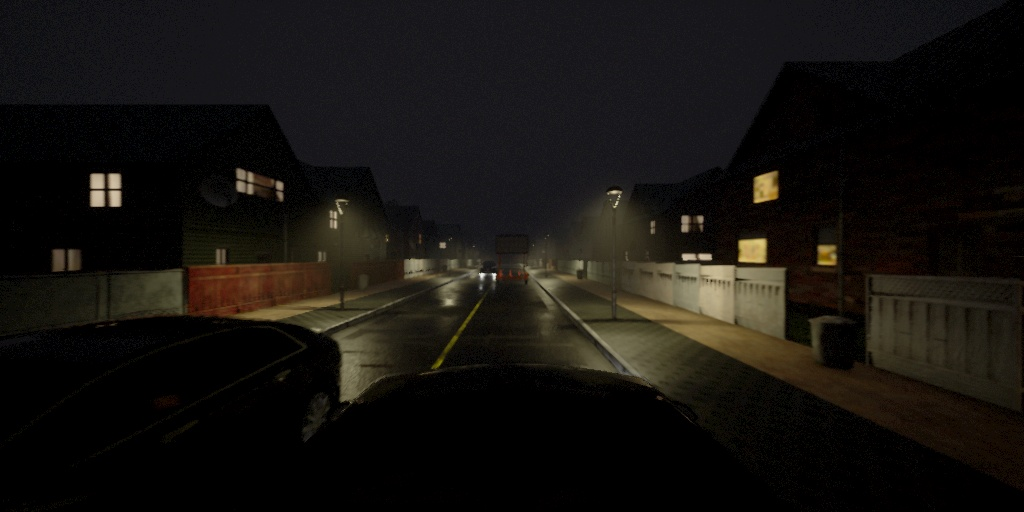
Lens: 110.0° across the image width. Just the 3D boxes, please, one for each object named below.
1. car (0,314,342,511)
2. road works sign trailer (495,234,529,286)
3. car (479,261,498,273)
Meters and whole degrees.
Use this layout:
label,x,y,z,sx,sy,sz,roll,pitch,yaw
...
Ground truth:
label,x,y,z,sx,sy,sz,roll,pitch,yaw
car,-2.849,1.254,2.195,1.837,1.490,4.892,0,0,0
road works sign trailer,0.000,0.231,25.826,2.380,3.560,2.880,0,0,0
car,-2.842,1.348,44.234,1.812,1.442,4.674,0,0,0
